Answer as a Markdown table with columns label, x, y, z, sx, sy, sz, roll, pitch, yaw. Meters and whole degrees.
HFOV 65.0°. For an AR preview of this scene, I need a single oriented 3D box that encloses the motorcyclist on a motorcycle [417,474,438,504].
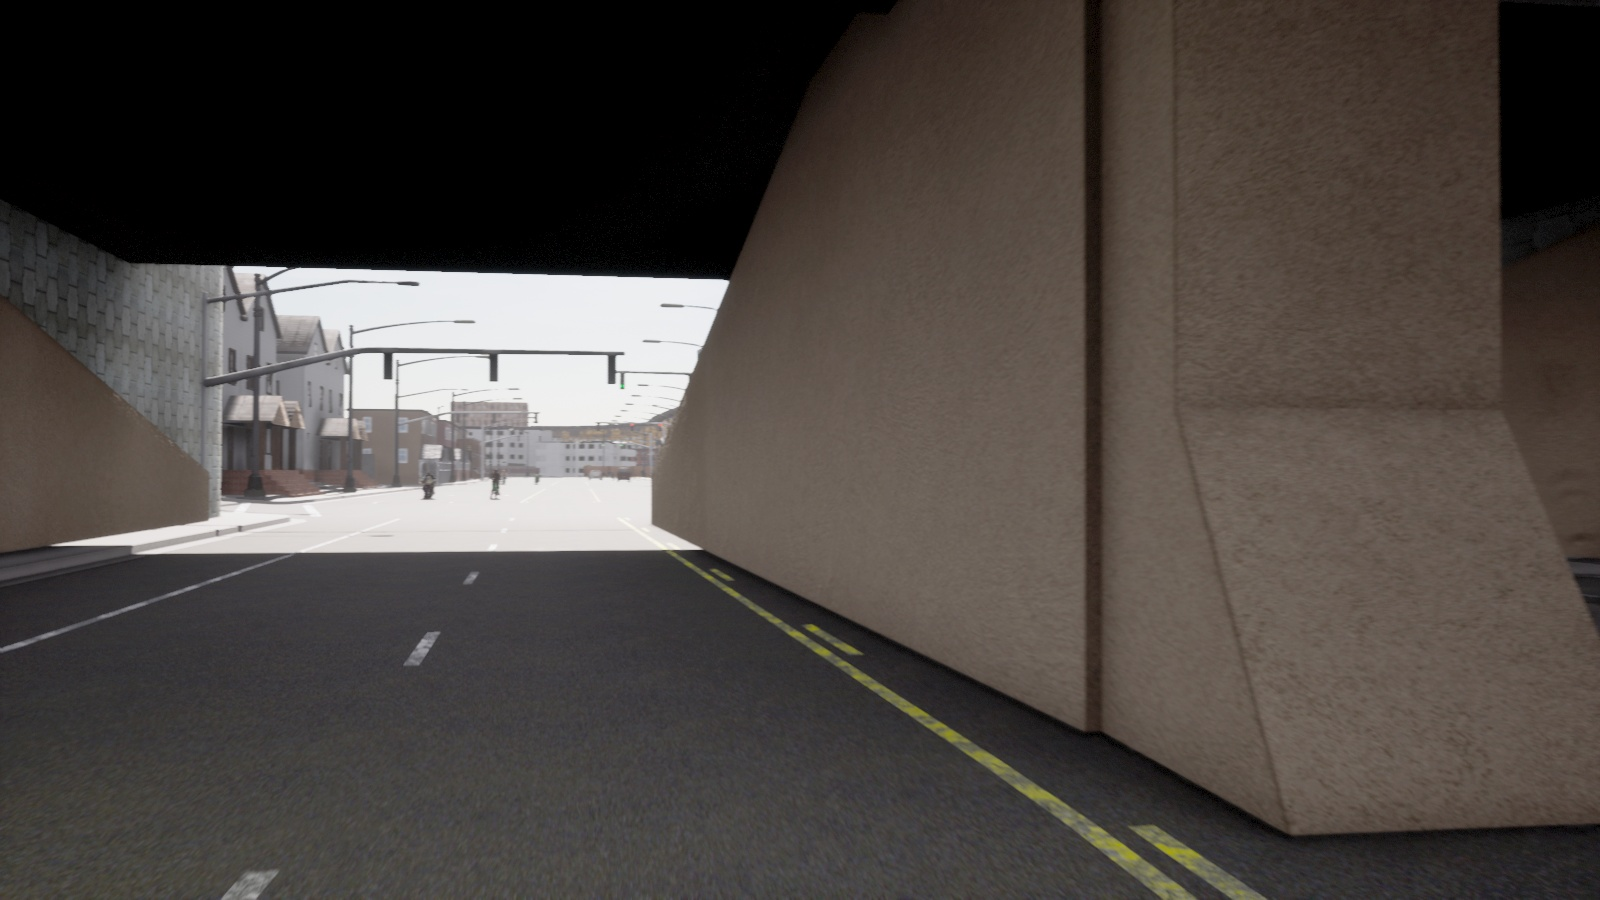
| label | x | y | z | sx | sy | sz | roll | pitch | yaw |
| --- | --- | --- | --- | --- | --- | --- | --- | --- | --- |
| motorcyclist on a motorcycle | -19.894 | 2.077 | 67.121 | 0.866 | 1.530 | 2.191 | 0 | -1 | -11 |
